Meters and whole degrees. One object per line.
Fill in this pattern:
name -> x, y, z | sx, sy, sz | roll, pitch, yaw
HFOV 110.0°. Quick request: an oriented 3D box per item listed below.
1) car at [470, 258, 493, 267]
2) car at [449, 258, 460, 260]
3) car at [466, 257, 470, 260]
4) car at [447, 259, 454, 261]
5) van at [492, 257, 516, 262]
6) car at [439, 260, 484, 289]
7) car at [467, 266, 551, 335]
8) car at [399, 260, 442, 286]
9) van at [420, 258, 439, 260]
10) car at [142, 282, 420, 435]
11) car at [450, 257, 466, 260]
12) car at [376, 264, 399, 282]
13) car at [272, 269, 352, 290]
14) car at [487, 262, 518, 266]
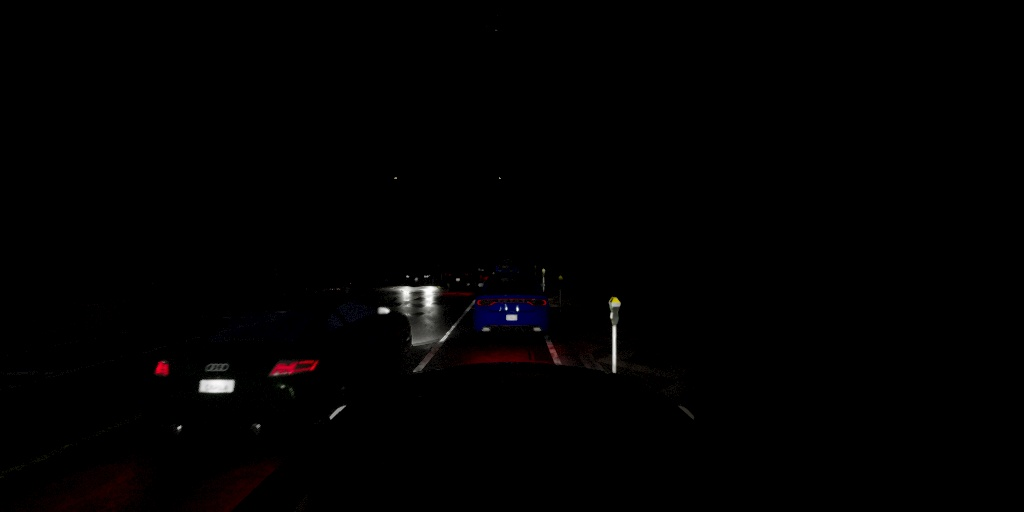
car -> -3.047, 1.255, 39.662 | 2.128, 1.511, 4.902 | 0, 0, 0
car -> -8.908, 1.334, 50.119 | 1.948, 1.339, 4.313 | 0, 0, 0
car -> -8.908, 1.320, 61.393 | 1.888, 1.381, 4.507 | 0, 0, 0
car -> -8.908, 1.331, 44.482 | 1.948, 1.339, 4.313 | 0, 0, 0
van -> -0.383, 1.098, 27.584 | 1.690, 1.789, 3.998 | 0, 0, 0
car -> -3.146, 1.233, 23.324 | 1.882, 1.535, 5.008 | 0, 0, 0
car -> -0.006, 1.228, 10.500 | 1.882, 1.535, 5.008 | 0, 0, 0
car -> -6.245, 1.261, 25.788 | 1.837, 1.490, 4.892 | 0, 0, 0
van -> -8.908, 1.104, 38.846 | 1.690, 1.789, 3.998 | 0, 0, 0
car -> -3.050, 1.314, 5.714 | 1.994, 1.385, 4.181 | 0, 0, 0
car -> -8.908, 1.086, 55.755 | 2.192, 1.841, 5.009 | 0, 0, 0
car -> -8.908, 1.323, 27.572 | 1.948, 1.339, 4.313 | 0, 0, 0
car -> -8.908, 1.297, 16.299 | 1.888, 1.381, 4.507 | 0, 0, 0
car -> -0.383, 1.280, 22.119 | 1.751, 1.417, 4.829 | 0, 0, 0
